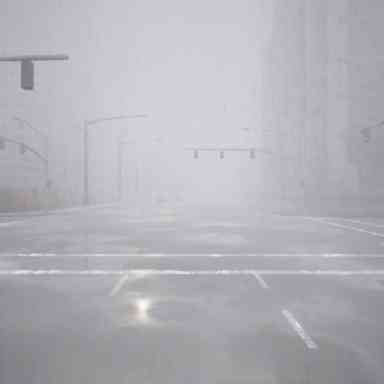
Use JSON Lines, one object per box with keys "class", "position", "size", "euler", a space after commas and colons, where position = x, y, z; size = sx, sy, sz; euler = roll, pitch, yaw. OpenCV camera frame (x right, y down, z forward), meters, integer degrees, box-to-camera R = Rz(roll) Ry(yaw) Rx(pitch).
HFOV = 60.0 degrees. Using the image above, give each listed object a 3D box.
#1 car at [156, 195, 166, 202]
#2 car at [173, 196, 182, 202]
{"class": "car", "position": [-6.680, 1.424, 72.693], "size": [1.882, 1.535, 5.008], "euler": [0, 0, 1]}
{"class": "car", "position": [-3.180, 1.486, 72.638], "size": [2.033, 1.411, 5.357], "euler": [0, 0, 1]}
